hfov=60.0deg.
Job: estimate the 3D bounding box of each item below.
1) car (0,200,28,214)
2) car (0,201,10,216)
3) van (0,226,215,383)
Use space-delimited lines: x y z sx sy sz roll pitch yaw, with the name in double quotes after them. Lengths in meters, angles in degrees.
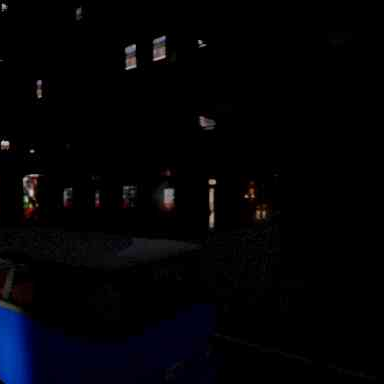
-20.887 1.650 36.897 1.947 1.339 4.313 0 1 35 "car"
-18.253 1.503 30.561 1.882 1.535 5.008 -1 0 35 "car"
-1.662 1.377 4.063 3.998 1.788 1.690 -1 -1 35 "van"
